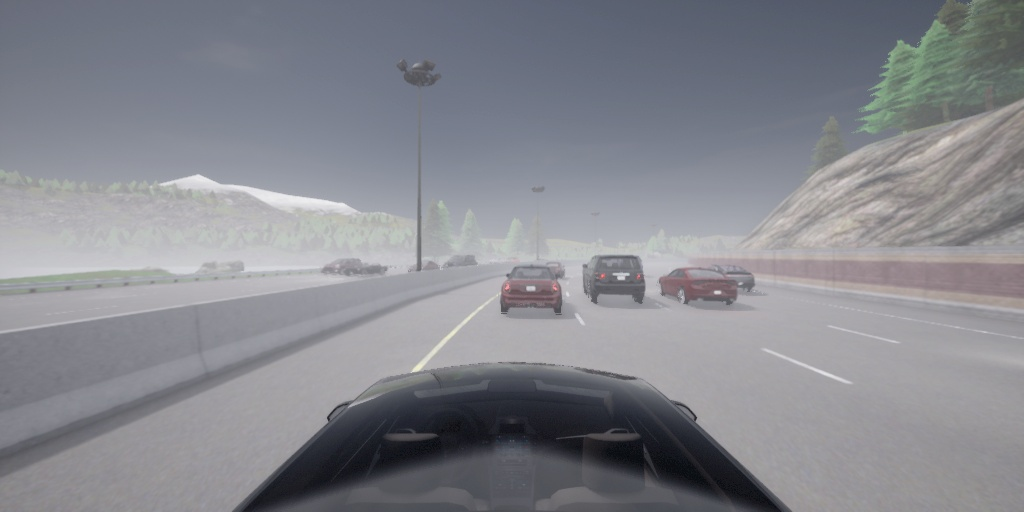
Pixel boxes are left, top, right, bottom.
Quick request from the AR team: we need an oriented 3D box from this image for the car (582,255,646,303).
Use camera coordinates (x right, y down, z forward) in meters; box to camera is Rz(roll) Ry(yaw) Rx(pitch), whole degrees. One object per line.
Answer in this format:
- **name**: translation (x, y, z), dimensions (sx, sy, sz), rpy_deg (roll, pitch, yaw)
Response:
- **car**: translation (4.583, 0.954, 16.731), dimensions (2.150, 2.045, 5.566), rpy_deg (0, 0, 6)

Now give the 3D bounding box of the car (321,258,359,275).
- **car**: translation (-17.043, 0.983, 36.337), dimensions (2.097, 1.767, 4.553), rpy_deg (0, 0, 13)

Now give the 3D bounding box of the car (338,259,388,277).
- **car**: translation (-13.942, 1.244, 34.329), dimensions (1.895, 1.301, 4.718), rpy_deg (0, 0, 12)

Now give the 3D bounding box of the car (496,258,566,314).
- **car**: translation (0.797, 1.079, 13.854), dimensions (2.097, 1.767, 4.553), rpy_deg (0, 0, 5)

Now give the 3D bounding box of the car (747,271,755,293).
- **car**: translation (12.253, 1.236, 21.070), dimensions (2.128, 1.511, 4.902), rpy_deg (0, 0, 8)

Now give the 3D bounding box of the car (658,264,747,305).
- **car**: translation (8.047, 1.221, 16.034), dimensions (1.882, 1.535, 5.008), rpy_deg (0, 0, 6)

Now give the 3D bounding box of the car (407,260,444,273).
- **car**: translation (-9.371, 1.174, 38.400), dimensions (1.812, 1.442, 4.674), rpy_deg (0, 0, 14)

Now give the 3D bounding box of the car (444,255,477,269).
- **car**: translation (-5.594, 0.876, 39.190), dimensions (2.150, 2.045, 5.566), rpy_deg (0, 1, 15)
